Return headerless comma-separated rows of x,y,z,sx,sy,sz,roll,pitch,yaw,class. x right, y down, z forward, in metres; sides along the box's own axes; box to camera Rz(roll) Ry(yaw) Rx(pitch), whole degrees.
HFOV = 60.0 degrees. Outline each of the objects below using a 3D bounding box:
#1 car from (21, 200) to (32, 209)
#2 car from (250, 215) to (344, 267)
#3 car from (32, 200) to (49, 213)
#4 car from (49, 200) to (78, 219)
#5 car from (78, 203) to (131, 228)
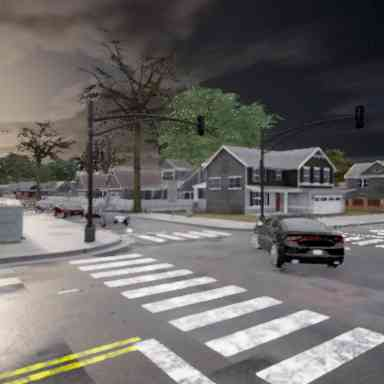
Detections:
-22.669,1.730,46.840,1.895,1.301,4.718,0,0,-35,car
3.453,1.526,11.670,1.882,1.535,5.008,2,0,-1,car
-16.842,1.636,38.544,1.812,1.442,4.674,0,0,-35,car
-11.481,1.571,30.974,1.882,1.535,5.008,0,0,-35,car
-5.949,1.567,23.168,2.128,1.511,4.902,0,0,-35,car
